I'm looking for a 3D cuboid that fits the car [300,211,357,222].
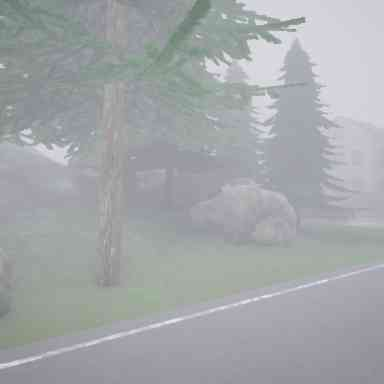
[{"bbox_3d":[10.091,1.530,26.387,2.033,1.411,5.357,0,0,-35],"label":"car"}]
